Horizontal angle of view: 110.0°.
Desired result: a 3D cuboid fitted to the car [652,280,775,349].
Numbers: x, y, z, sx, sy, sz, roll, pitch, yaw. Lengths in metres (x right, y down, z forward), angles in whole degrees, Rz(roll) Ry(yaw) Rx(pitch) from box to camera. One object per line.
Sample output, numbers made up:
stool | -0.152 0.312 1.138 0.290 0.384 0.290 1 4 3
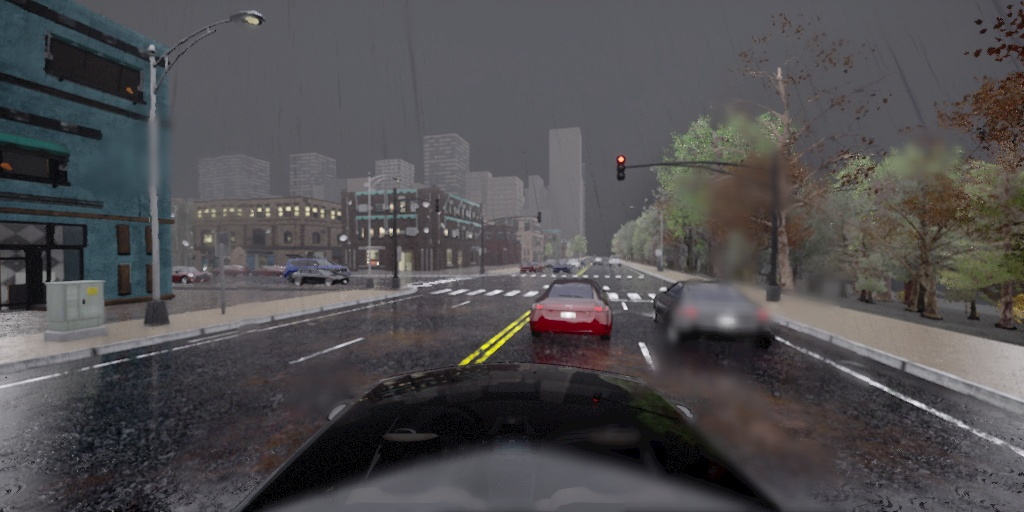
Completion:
car | 4.922 1.309 9.330 1.994 1.385 4.181 0 0 14

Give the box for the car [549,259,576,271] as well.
car | 5.636 1.329 39.439 1.895 1.301 4.718 0 0 14

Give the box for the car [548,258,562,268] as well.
car | 6.047 1.224 54.467 1.837 1.490 4.892 0 0 14

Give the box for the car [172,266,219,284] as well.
car | -27.952 1.592 30.721 4.097 1.591 1.967 0 0 14

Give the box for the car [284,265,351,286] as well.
car | -14.523 1.559 27.223 4.313 1.339 1.948 0 0 14

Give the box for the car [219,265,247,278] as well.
car | -31.281 1.710 40.198 4.207 1.307 1.802 0 0 14

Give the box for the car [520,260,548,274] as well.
car | 2.334 1.329 40.270 1.895 1.301 4.718 0 0 17

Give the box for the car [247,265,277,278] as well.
car | -25.913 1.648 38.850 4.207 1.307 1.802 0 0 14

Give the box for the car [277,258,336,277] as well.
car | -16.572 1.219 30.523 5.566 2.045 2.150 -1 0 14

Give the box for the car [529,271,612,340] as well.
car | 1.765 1.310 10.104 1.994 1.385 4.181 0 0 14

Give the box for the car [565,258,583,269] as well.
car | 9.348 1.243 54.249 1.812 1.442 4.674 0 0 13
